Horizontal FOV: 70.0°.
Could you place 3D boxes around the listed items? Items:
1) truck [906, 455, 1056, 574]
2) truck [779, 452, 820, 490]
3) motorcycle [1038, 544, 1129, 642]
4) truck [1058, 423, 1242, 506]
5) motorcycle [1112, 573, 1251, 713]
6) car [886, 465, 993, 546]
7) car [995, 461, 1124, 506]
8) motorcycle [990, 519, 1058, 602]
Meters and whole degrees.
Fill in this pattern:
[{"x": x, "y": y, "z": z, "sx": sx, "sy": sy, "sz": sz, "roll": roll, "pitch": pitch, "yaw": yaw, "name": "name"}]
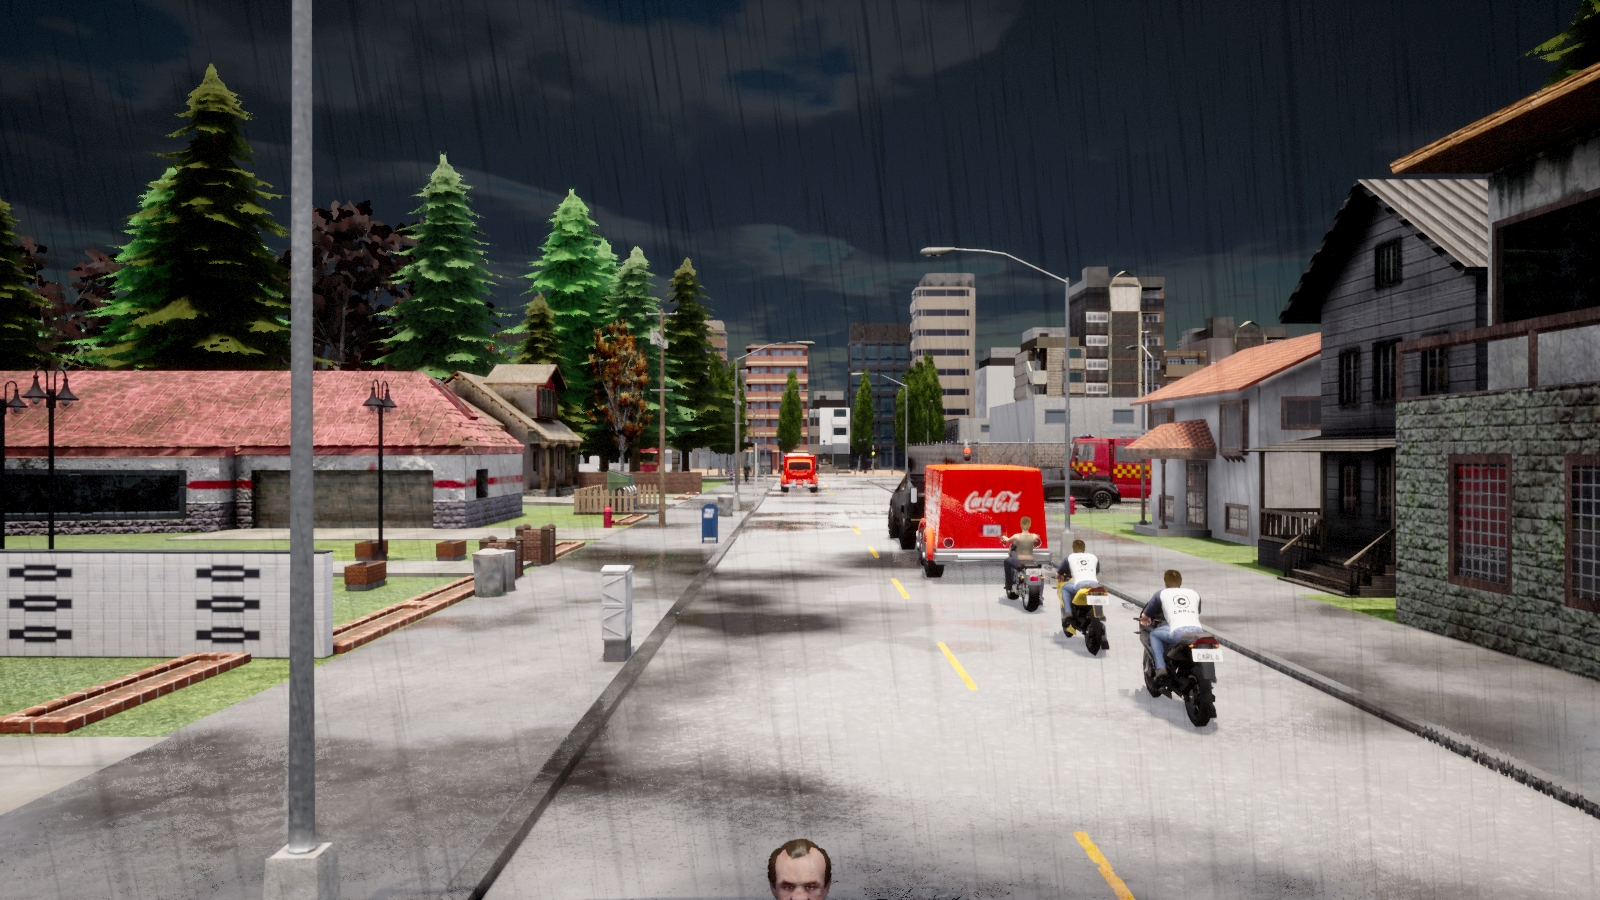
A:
[{"x": 3.998, "y": 1.348, "z": 26.317, "sx": 2.627, "sy": 2.467, "sz": 5.204, "roll": 0, "pitch": 0, "yaw": 0, "name": "truck"}, {"x": -0.044, "y": 1.348, "z": 76.503, "sx": 2.627, "sy": 2.467, "sz": 5.204, "roll": 0, "pitch": 0, "yaw": 0, "name": "truck"}, {"x": 3.995, "y": 1.993, "z": 16.270, "sx": 0.803, "sy": 1.145, "sz": 2.033, "roll": 0, "pitch": 0, "yaw": 0, "name": "motorcycle"}, {"x": 17.631, "y": 0.681, "z": 57.648, "sx": 8.468, "sy": 3.827, "sz": 2.891, "roll": 2, "pitch": 0, "yaw": 25, "name": "truck"}, {"x": 3.999, "y": 1.993, "z": 12.153, "sx": 0.803, "sy": 1.145, "sz": 2.033, "roll": 0, "pitch": 0, "yaw": 0, "name": "motorcycle"}, {"x": 3.989, "y": 1.534, "z": 33.871, "sx": 2.390, "sy": 2.098, "sz": 6.274, "roll": 0, "pitch": 0, "yaw": 0, "name": "car"}, {"x": 12.233, "y": 1.559, "z": 54.031, "sx": 5.566, "sy": 2.045, "sz": 2.150, "roll": 0, "pitch": 0, "yaw": -3, "name": "car"}, {"x": 3.997, "y": 1.950, "z": 20.606, "sx": 0.764, "sy": 1.277, "sz": 2.356, "roll": 0, "pitch": 0, "yaw": 0, "name": "motorcycle"}]
